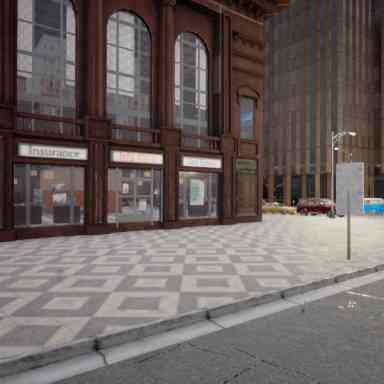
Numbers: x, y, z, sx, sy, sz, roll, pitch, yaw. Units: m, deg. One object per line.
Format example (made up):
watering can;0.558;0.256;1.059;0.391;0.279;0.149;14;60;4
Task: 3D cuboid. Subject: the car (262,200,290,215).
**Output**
car;9.508;1.798;37.109;1.752;1.417;4.829;0;0;-35

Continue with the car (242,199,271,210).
car;9.886;1.891;51.361;1.967;1.590;4.097;-1;0;-35

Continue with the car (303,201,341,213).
car;16.372;1.897;42.170;1.802;1.307;4.206;-1;0;-35

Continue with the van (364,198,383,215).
van;19.611;1.588;37.575;1.690;1.788;3.998;-1;0;-35

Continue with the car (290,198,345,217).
car;12.649;1.522;32.654;2.192;1.841;5.009;0;0;-35
